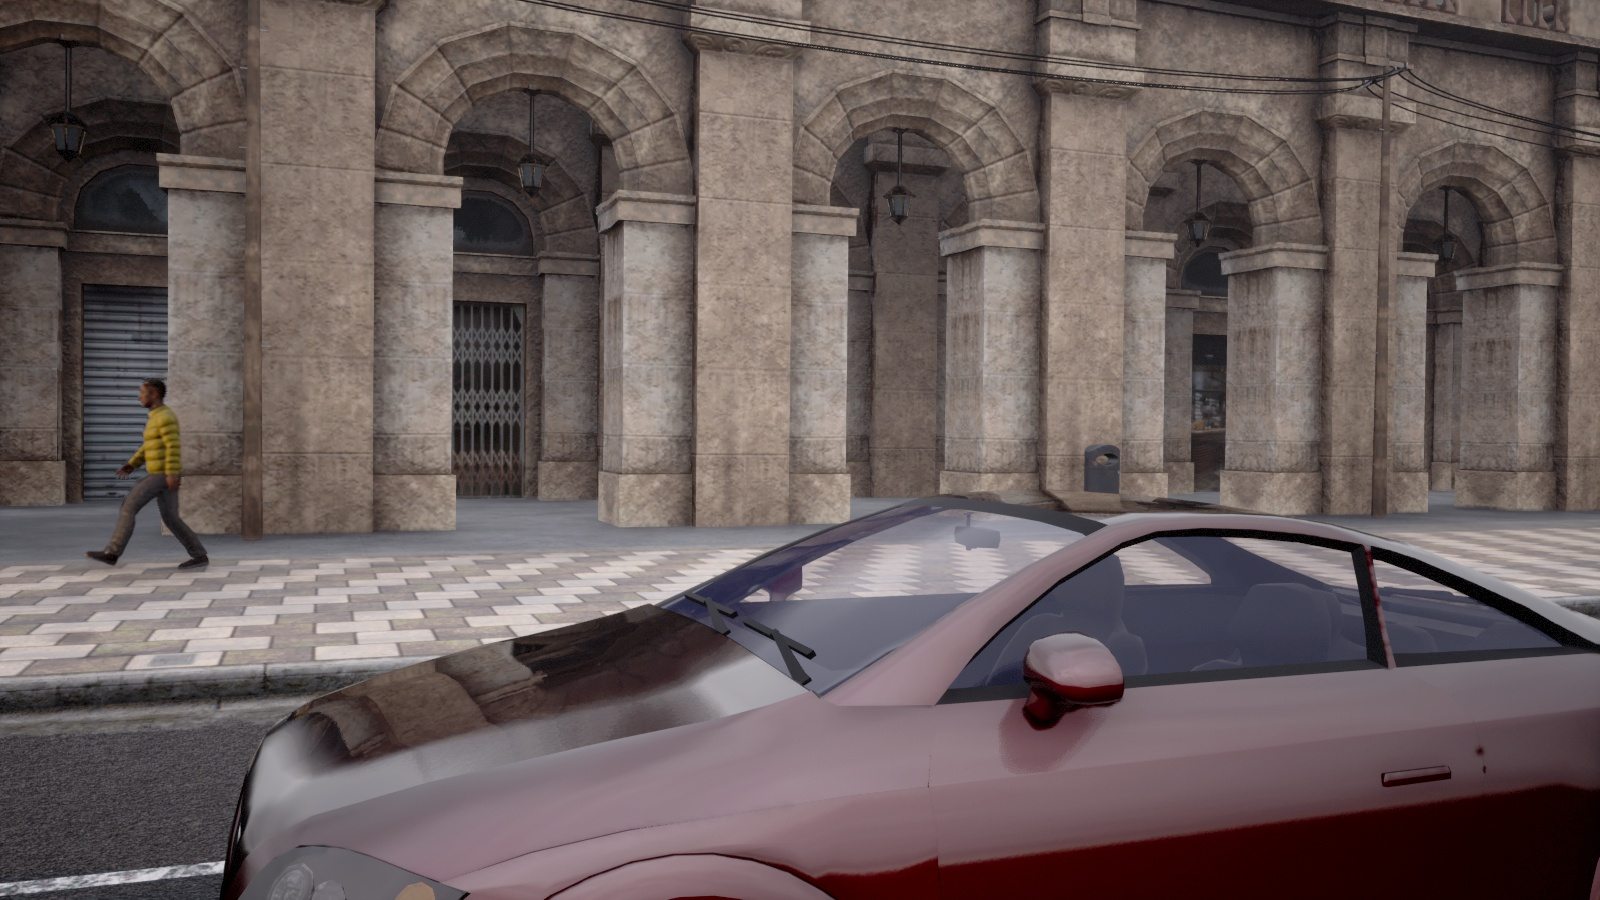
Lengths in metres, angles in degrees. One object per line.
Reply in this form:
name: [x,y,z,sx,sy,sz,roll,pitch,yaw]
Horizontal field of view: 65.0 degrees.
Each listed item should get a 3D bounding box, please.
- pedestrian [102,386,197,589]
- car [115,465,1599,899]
pedestrian: [-6.029,0.330,11.672,0.709,1.840,0.431,-1,1,-21]
car: [0.623,0.799,3.482,4.181,1.385,1.994,-1,1,-21]
